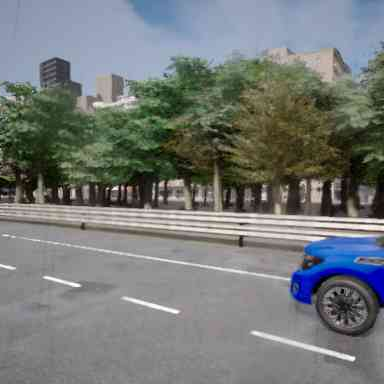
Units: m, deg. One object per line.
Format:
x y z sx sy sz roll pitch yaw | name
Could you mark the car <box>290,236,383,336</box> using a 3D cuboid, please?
4.408 1.222 5.023 5.566 2.045 2.150 0 0 36 | car
